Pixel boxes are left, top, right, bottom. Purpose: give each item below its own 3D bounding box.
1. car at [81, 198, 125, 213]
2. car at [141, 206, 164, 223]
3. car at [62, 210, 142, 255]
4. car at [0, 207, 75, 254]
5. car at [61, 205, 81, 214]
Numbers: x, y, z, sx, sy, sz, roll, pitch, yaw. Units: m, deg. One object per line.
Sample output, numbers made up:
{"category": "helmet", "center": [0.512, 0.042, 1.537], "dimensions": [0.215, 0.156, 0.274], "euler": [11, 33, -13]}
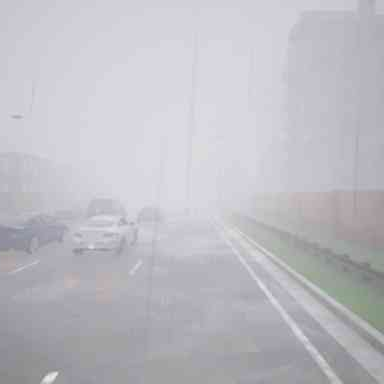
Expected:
{"category": "car", "center": [-7.004, 1.532, 27.536], "dimensions": [2.150, 2.045, 5.566], "euler": [0, 0, 0]}
{"category": "car", "center": [-3.497, 1.882, 28.518], "dimensions": [1.994, 1.385, 4.181], "euler": [0, -1, 0]}
{"category": "car", "center": [-3.486, 1.681, 13.869], "dimensions": [1.812, 1.442, 4.674], "euler": [0, 0, 0]}
{"category": "car", "center": [-6.983, 1.637, 14.222], "dimensions": [1.882, 1.535, 5.008], "euler": [0, 0, 0]}
{"category": "car", "center": [-10.492, 1.848, 28.865], "dimensions": [1.812, 1.442, 4.674], "euler": [0, 0, 0]}
